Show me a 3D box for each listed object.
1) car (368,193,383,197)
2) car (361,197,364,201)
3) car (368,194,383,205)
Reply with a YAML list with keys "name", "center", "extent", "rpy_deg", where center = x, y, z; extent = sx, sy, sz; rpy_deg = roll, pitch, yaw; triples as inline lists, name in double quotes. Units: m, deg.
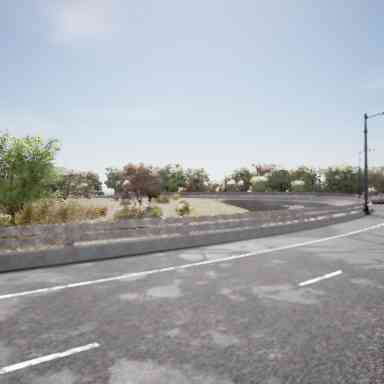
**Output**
- name: "car"
  center: [37.908, 1.581, 68.332]
  extent: [2.097, 1.767, 4.553]
  rpy_deg: [0, 0, 13]
- name: "car"
  center: [39.094, 1.638, 74.248]
  extent: [1.994, 1.385, 4.181]
  rpy_deg: [0, 0, 8]
- name: "car"
  center: [37.285, 1.734, 65.850]
  extent: [2.128, 1.511, 4.902]
  rpy_deg: [0, 0, 13]
